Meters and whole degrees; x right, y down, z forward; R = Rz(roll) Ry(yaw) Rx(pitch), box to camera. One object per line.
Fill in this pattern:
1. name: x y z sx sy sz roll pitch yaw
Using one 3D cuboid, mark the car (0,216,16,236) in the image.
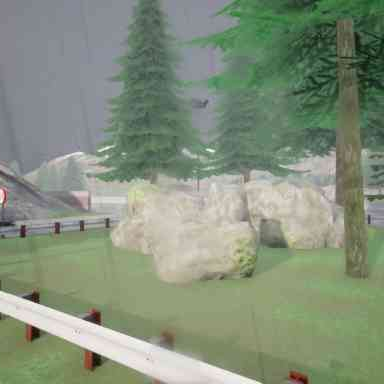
1. car: -10.803 1.358 15.616 5.357 1.411 2.033 0 0 22
